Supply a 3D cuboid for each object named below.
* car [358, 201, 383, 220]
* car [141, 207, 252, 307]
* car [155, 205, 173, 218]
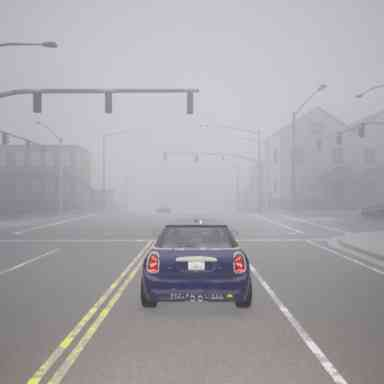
[{"bbox_3d":[16.427,1.485,27.700,4.902,1.511,2.128,0,0,-1],"label":"car"},{"bbox_3d":[0.093,1.350,8.115,2.097,1.767,4.553,0,0,0],"label":"car"},{"bbox_3d":[-3.558,2.560,42.599,1.895,1.301,4.718,0,-8,0],"label":"car"}]
